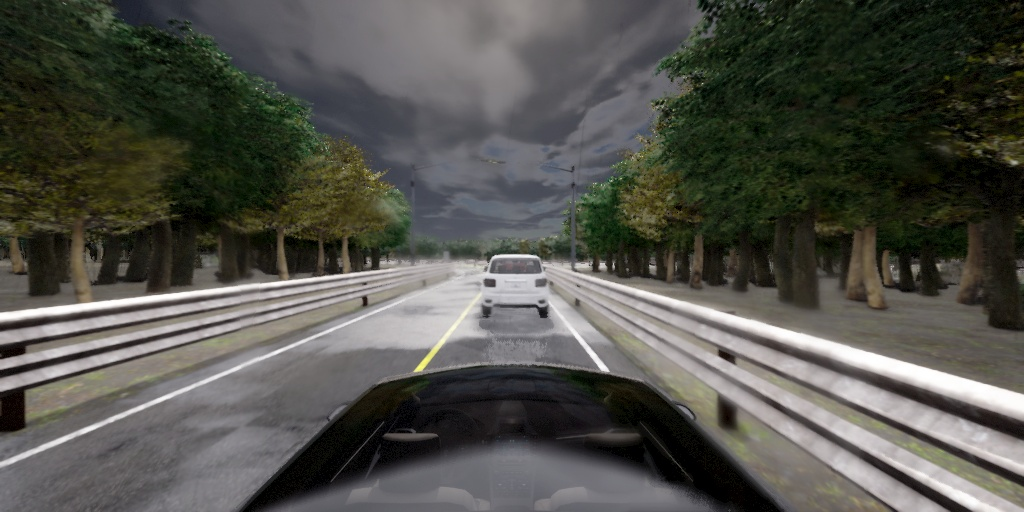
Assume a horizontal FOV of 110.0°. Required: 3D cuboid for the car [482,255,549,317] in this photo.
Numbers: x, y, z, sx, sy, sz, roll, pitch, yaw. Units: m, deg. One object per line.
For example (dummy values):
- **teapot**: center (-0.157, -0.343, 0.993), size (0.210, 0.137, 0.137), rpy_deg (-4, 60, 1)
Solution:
- **car**: center (0.114, 0.981, 13.350), size (2.150, 2.045, 5.566), rpy_deg (0, 0, 0)
